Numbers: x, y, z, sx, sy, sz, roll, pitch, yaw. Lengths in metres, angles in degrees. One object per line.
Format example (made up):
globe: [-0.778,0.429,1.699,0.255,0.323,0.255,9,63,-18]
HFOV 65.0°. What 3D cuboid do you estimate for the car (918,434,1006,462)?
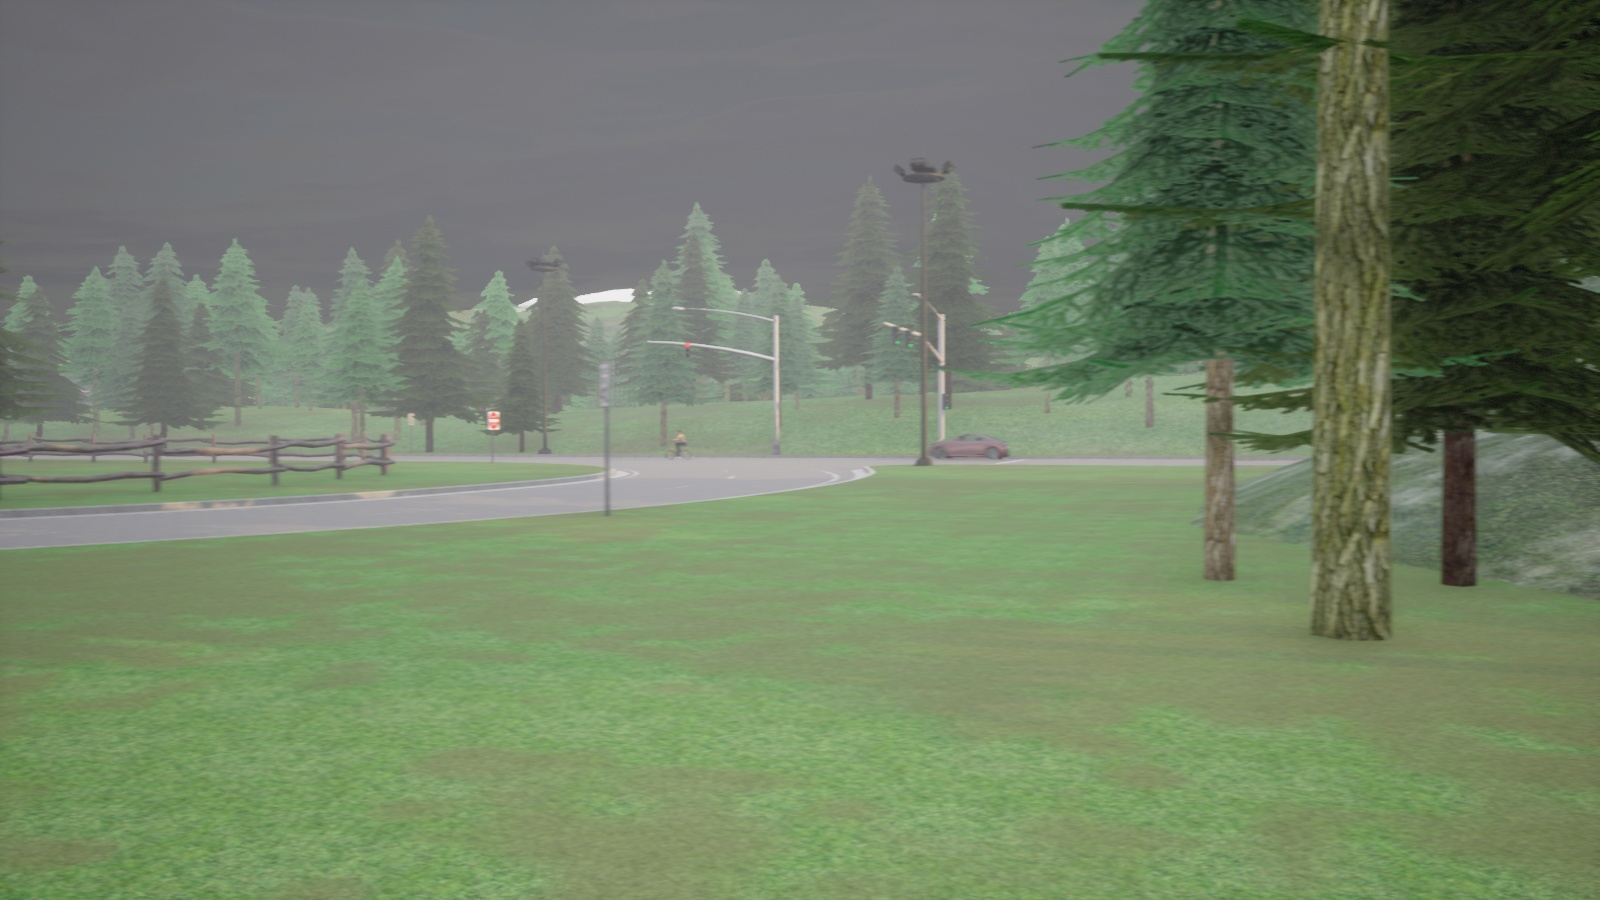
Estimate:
car: [8.335,-0.113,64.569,4.181,1.385,1.994,1,1,19]
